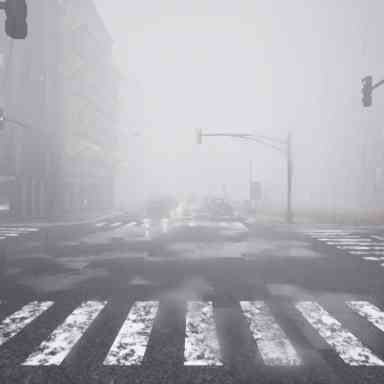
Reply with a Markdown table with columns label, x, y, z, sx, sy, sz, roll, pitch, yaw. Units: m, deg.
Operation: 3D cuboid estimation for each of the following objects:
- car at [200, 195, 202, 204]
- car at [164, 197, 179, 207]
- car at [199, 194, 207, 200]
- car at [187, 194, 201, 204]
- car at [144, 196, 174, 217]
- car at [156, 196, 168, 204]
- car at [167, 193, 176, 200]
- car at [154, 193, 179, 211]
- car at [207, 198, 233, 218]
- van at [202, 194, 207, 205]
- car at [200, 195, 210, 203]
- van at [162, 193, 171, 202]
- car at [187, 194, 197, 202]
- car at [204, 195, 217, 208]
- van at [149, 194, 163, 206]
| label | x | y | z | sx | sy | sz | roll | pitch | yaw |
| --- | --- | --- | --- | --- | --- | --- | --- | --- | --- |
| car | 2.673 | 1.490 | 52.570 | 1.887 | 1.381 | 4.507 | -1 | 0 | 0 |
| car | -3.052 | 1.513 | 50.497 | 1.994 | 1.385 | 4.181 | 0 | 0 | 0 |
| car | 2.726 | 1.313 | 86.445 | 1.967 | 1.590 | 4.097 | -1 | 0 | 0 |
| car | 0.136 | 1.480 | 59.826 | 2.033 | 1.411 | 5.357 | 0 | 0 | -1 |
| car | -3.079 | 1.453 | 31.218 | 1.882 | 1.535 | 5.008 | 0 | 0 | 0 |
| car | -5.668 | 1.470 | 63.833 | 1.887 | 1.381 | 4.507 | -1 | 0 | 0 |
| car | -5.657 | 1.173 | 92.065 | 2.192 | 1.841 | 5.009 | -1 | 0 | 0 |
| car | -3.069 | 1.315 | 40.532 | 2.097 | 1.767 | 4.553 | 0 | 0 | 0 |
| car | 2.662 | 1.522 | 29.987 | 1.887 | 1.381 | 4.507 | -1 | 0 | 0 |
| van | 2.668 | 1.295 | 46.924 | 1.690 | 1.788 | 3.998 | -1 | 0 | 0 |
| car | 2.687 | 1.353 | 69.507 | 1.967 | 1.590 | 4.097 | -1 | 0 | 0 |
| van | -5.665 | 1.242 | 75.127 | 1.690 | 1.788 | 3.998 | -1 | 0 | 0 |
| car | 0.065 | 1.264 | 71.014 | 2.097 | 1.767 | 4.553 | 0 | 0 | 0 |
| car | 2.663 | 1.410 | 35.632 | 1.967 | 1.590 | 4.097 | -1 | 0 | 0 |
| van | -5.677 | 1.286 | 52.541 | 1.690 | 1.788 | 3.998 | -1 | 0 | 0 |
